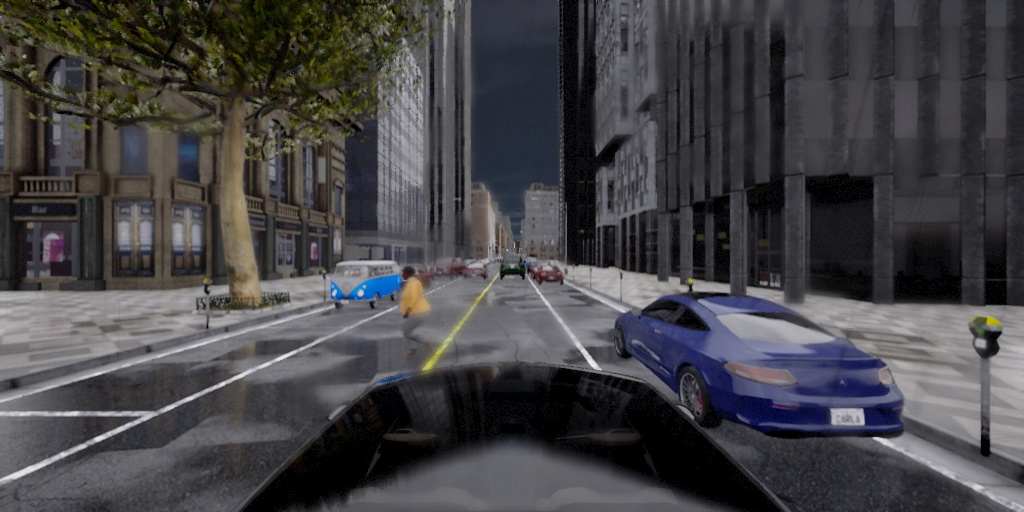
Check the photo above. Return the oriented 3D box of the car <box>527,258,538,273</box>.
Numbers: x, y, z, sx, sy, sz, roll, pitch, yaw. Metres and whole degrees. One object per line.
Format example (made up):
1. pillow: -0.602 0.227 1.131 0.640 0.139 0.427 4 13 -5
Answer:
1. car: 2.659 1.198 31.578 1.967 1.591 4.097 0 0 0

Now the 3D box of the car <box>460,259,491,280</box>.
1. car: -3.108 1.284 31.485 1.812 1.442 4.674 0 0 0

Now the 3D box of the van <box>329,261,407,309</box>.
1. van: -5.862 1.090 14.671 1.690 1.789 3.998 0 0 0

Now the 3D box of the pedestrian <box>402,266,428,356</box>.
1. pedestrian: -1.902 1.040 7.033 0.375 1.860 0.375 0 0 -15

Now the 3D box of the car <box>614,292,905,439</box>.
1. car: 2.999 1.274 5.510 1.812 1.442 4.674 0 0 0

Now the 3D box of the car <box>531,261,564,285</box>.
1. car: 2.661 1.301 25.939 1.888 1.381 4.507 0 0 0

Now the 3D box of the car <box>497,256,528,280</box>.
1. car: 0.071 0.983 32.042 2.150 2.045 5.566 0 0 1

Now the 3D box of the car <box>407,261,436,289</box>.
1. car: -5.863 1.192 20.310 1.967 1.591 4.097 0 0 0

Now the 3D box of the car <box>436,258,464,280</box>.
1. car: -5.867 1.073 31.590 2.192 1.841 5.009 0 0 0
